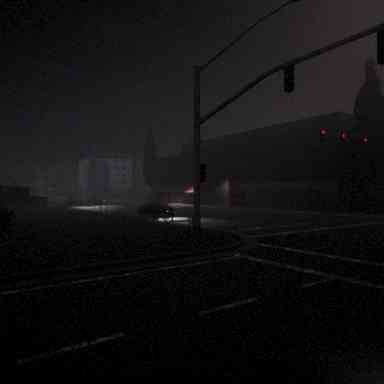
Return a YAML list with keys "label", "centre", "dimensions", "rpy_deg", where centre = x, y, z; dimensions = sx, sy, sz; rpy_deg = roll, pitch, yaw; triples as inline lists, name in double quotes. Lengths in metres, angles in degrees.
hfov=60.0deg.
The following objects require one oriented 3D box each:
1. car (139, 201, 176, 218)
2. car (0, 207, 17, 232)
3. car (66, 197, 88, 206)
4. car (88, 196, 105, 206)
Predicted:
- label: "car"
  centre: [-3.199, 1.494, 30.182]
  dimensions: [1.994, 1.385, 4.181]
  rpy_deg: [0, 0, -34]
- label: "car"
  centre: [-11.628, 1.150, 17.130]
  dimensions: [4.605, 1.855, 1.932]
  rpy_deg: [0, 0, -35]
- label: "car"
  centre: [-19.128, 1.524, 53.951]
  dimensions: [2.128, 1.511, 4.902]
  rpy_deg: [0, 0, -34]
- label: "car"
  centre: [-16.237, 1.411, 55.924]
  dimensions: [2.097, 1.767, 4.553]
  rpy_deg: [0, 0, -34]
